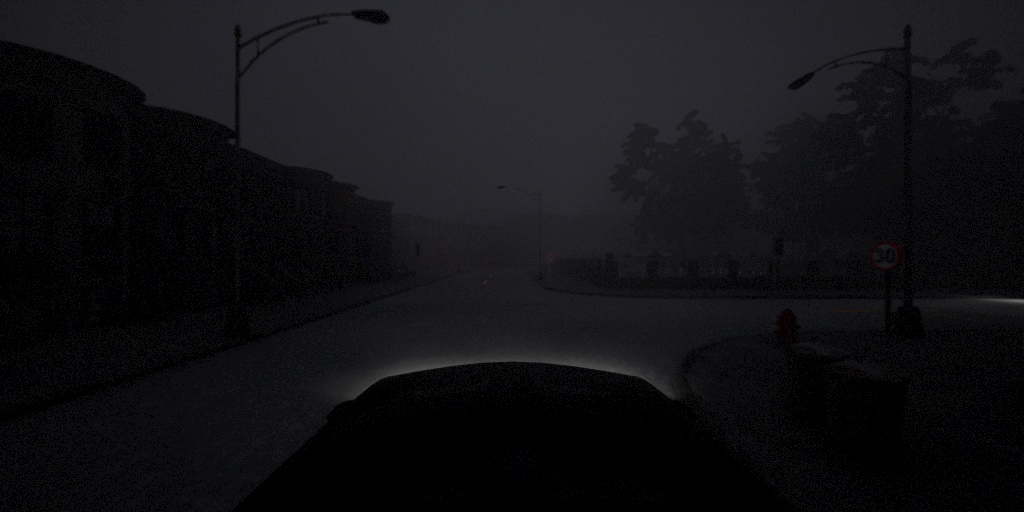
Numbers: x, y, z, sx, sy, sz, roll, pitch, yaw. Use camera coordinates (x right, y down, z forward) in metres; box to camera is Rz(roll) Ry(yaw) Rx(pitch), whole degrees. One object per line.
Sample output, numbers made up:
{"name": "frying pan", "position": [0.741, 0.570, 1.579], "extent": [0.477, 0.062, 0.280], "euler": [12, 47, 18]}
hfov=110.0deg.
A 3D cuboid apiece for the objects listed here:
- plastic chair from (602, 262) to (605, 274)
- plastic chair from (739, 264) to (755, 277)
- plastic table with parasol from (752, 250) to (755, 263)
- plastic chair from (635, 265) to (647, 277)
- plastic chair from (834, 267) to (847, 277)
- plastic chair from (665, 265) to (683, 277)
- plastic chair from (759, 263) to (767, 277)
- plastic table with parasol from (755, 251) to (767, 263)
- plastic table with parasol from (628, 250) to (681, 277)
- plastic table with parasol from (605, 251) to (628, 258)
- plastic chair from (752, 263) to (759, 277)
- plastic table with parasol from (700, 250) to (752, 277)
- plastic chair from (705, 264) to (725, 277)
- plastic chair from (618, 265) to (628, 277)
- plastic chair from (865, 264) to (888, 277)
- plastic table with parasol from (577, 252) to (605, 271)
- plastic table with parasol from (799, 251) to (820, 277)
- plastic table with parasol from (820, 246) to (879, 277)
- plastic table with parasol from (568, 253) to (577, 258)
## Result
{"name": "plastic chair", "position": [10.971, 1.381, 42.503], "extent": [0.750, 1.272, 0.730], "euler": [0, 0, -32]}
{"name": "plastic chair", "position": [16.202, 1.373, 24.963], "extent": [0.750, 1.272, 0.730], "euler": [0, 0, -35]}
{"name": "plastic table with parasol", "position": [18.267, 0.751, 29.923], "extent": [2.482, 2.480, 2.482], "euler": [0, 0, -42]}
{"name": "plastic chair", "position": [9.040, 1.402, 24.192], "extent": [0.730, 1.272, 0.750], "euler": [0, 0, -40]}
{"name": "plastic chair", "position": [22.717, 1.352, 24.472], "extent": [0.730, 1.272, 0.750], "euler": [0, 0, -39]}
{"name": "plastic chair", "position": [10.972, 1.401, 23.963], "extent": [0.750, 1.272, 0.730], "euler": [0, 0, -35]}
{"name": "plastic chair", "position": [22.904, 1.372, 32.199], "extent": [0.750, 1.272, 0.730], "euler": [0, 0, -34]}
{"name": "plastic table with parasol", "position": [22.060, 0.708, 33.192], "extent": [2.482, 2.480, 2.482], "euler": [0, 0, -39]}
{"name": "plastic table with parasol", "position": [10.070, 0.800, 24.936], "extent": [2.482, 2.480, 2.482], "euler": [0, 0, -40]}
{"name": "plastic table with parasol", "position": [9.630, 0.777, 29.426], "extent": [2.482, 2.480, 2.482], "euler": [0, 0, -40]}
{"name": "plastic chair", "position": [19.154, 1.380, 28.971], "extent": [0.750, 1.272, 0.730], "euler": [0, 0, -35]}
{"name": "plastic table with parasol", "position": [15.301, 0.772, 25.936], "extent": [2.482, 2.480, 2.482], "euler": [0, 0, -40]}
{"name": "plastic chair", "position": [14.270, 1.386, 25.192], "extent": [0.730, 1.272, 0.750], "euler": [0, 0, -40]}
{"name": "plastic chair", "position": [8.600, 1.376, 28.682], "extent": [0.730, 1.272, 0.750], "euler": [0, 0, -40]}
{"name": "plastic chair", "position": [24.642, 1.378, 24.253], "extent": [0.750, 1.272, 0.730], "euler": [0, 0, -35]}
{"name": "plastic table with parasol", "position": [10.025, 0.748, 43.515], "extent": [2.482, 2.480, 2.482], "euler": [0, 0, -38]}
{"name": "plastic table with parasol", "position": [26.480, 0.774, 30.547], "extent": [2.482, 2.480, 2.482], "euler": [0, 0, -40]}
{"name": "plastic table with parasol", "position": [23.742, 0.749, 25.227], "extent": [2.482, 2.480, 2.482], "euler": [0, 0, -40]}
{"name": "plastic table with parasol", "position": [9.230, 0.873, 51.211], "extent": [2.482, 2.480, 2.482], "euler": [0, 0, 0]}
